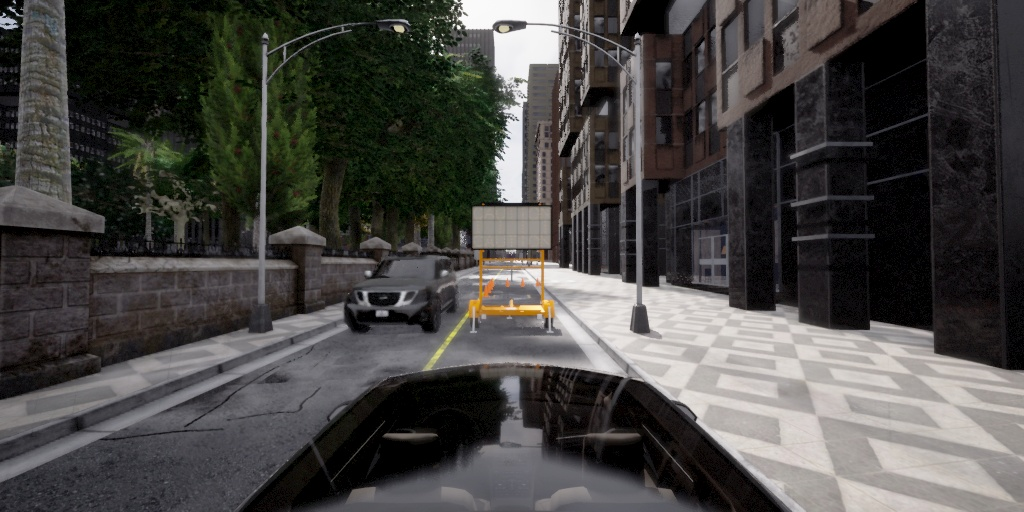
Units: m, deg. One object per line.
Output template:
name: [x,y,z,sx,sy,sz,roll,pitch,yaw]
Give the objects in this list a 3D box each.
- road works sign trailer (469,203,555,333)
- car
road works sign trailer: [-0.008,0.221,10.735,2.380,3.560,2.880,0,0,0]
car: [-3.010,0.978,11.046,2.150,2.045,5.566,0,0,0]
